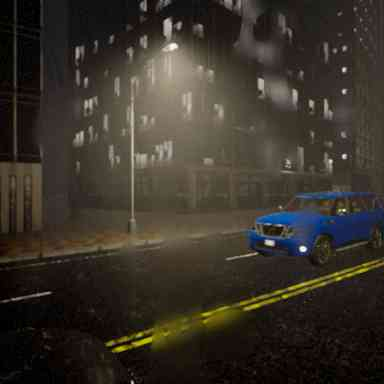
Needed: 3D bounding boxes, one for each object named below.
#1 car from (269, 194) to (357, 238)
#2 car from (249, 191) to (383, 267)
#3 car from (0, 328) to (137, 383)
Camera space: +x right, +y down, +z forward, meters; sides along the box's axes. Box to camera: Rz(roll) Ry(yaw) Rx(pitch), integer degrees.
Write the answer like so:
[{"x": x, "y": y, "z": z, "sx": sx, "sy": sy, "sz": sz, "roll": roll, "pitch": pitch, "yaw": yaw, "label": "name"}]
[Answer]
[{"x": 6.177, "y": 1.057, "z": 16.694, "sx": 4.553, "sy": 1.767, "sz": 2.097, "roll": -2, "pitch": 1, "yaw": -39, "label": "car"}, {"x": 4.367, "y": 1.025, "z": 11.076, "sx": 5.566, "sy": 2.045, "sz": 2.150, "roll": -1, "pitch": 1, "yaw": -38, "label": "car"}, {"x": -2.307, "y": 1.583, "z": 1.888, "sx": 4.181, "sy": 1.385, "sz": 1.994, "roll": -1, "pitch": 1, "yaw": -35, "label": "car"}]
